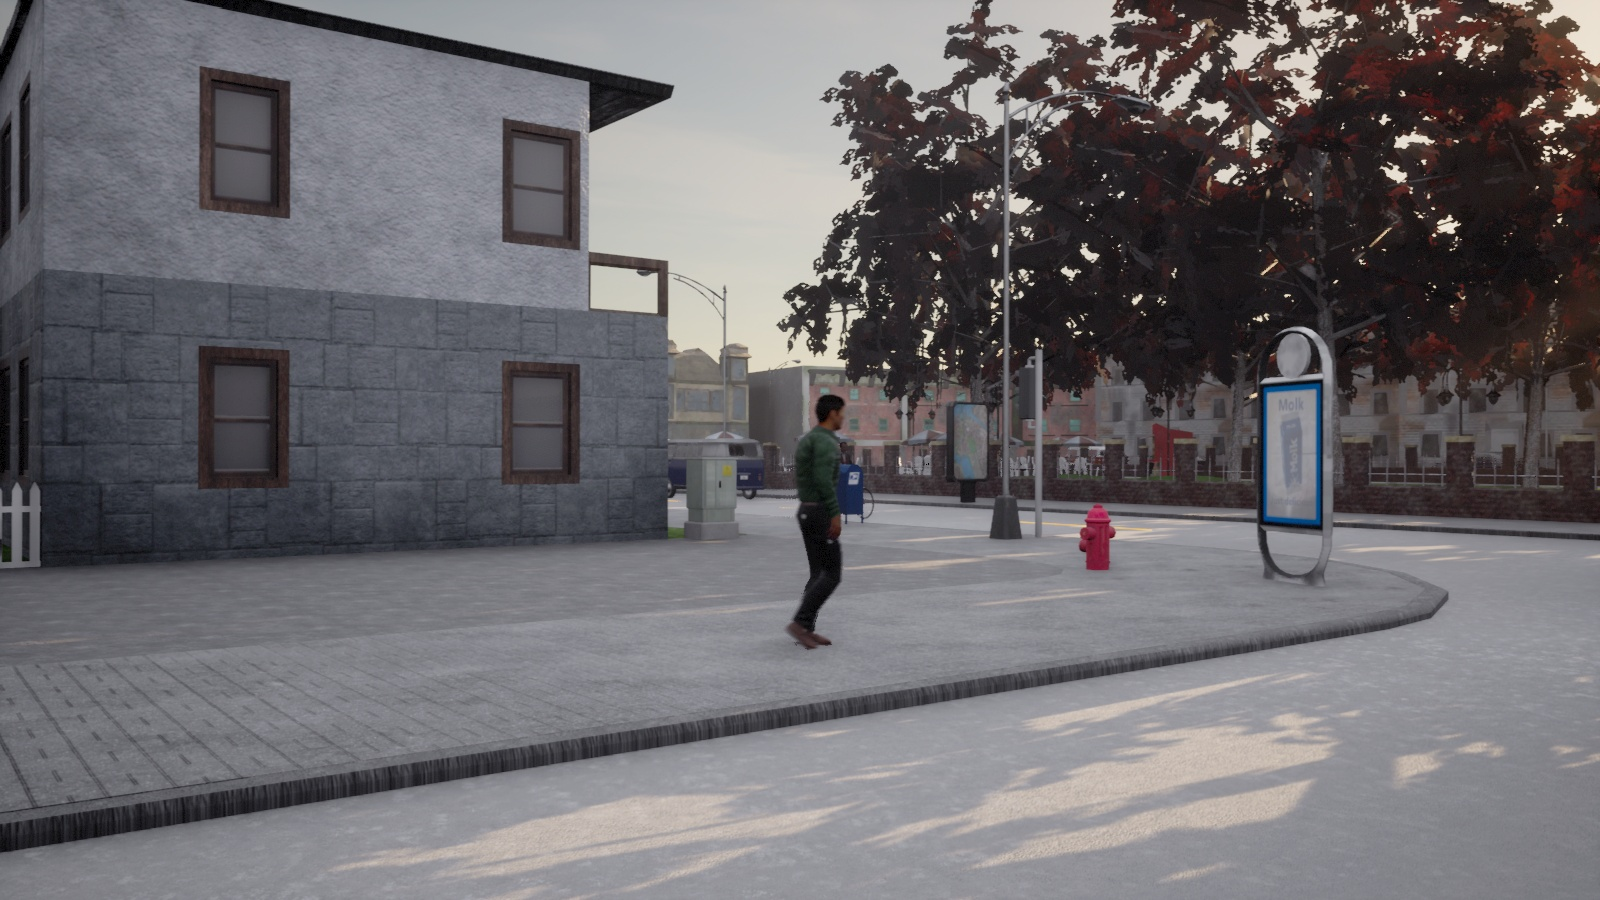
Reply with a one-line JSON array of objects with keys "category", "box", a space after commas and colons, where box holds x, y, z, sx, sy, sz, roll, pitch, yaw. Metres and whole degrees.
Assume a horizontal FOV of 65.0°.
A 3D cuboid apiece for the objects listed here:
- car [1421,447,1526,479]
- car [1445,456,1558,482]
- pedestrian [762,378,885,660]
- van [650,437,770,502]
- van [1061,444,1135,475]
[{"category": "car", "box": [37.197, 0.696, 69.485, 2.242, 1.667, 4.611, 0, 0, -37]}, {"category": "car", "box": [35.961, 0.941, 64.478, 1.895, 1.301, 4.718, 0, 0, -37]}, {"category": "pedestrian", "box": [0.161, 0.477, 9.013, 0.788, 1.949, 0.423, 0, 0, -17]}, {"category": "van", "box": [-2.989, 0.610, 40.958, 1.775, 1.987, 4.442, 0, 0, -37]}, {"category": "van", "box": [20.222, 0.649, 85.316, 2.069, 2.038, 4.480, 0, 0, -41]}]
